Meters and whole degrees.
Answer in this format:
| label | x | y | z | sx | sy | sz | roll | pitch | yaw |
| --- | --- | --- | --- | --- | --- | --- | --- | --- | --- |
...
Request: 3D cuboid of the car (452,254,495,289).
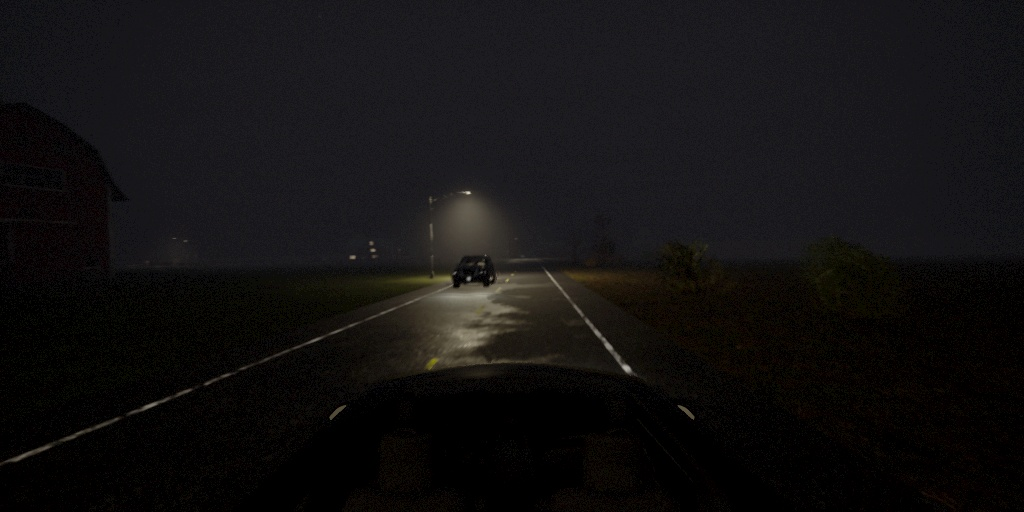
| label | x | y | z | sx | sy | sz | roll | pitch | yaw |
| --- | --- | --- | --- | --- | --- | --- | --- | --- | --- |
| car | -2.369 | 0.932 | 23.488 | 2.150 | 2.045 | 5.566 | -1 | 0 | 3 |
